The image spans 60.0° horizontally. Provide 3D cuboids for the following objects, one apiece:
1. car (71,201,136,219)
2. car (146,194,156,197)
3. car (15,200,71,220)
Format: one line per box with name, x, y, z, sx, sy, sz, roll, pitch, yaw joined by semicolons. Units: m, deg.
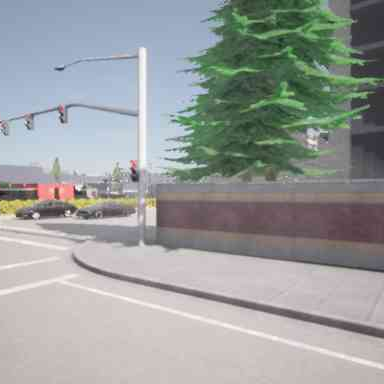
car;-7.296;1.516;28.765;2.033;1.411;5.357;0;0;35
car;-8.921;1.205;70.296;4.605;1.855;1.932;0;0;35
car;-12.180;1.473;27.902;1.837;1.490;4.892;0;1;35
